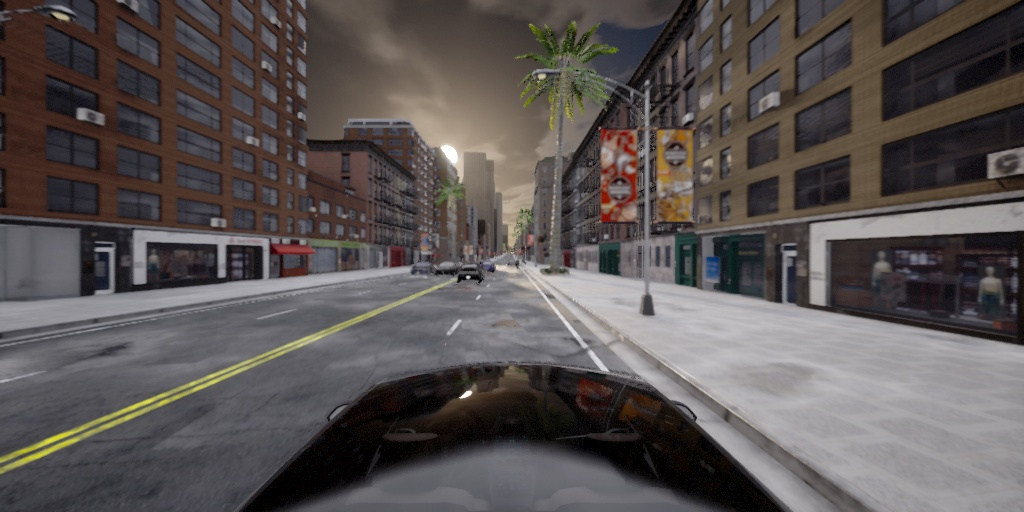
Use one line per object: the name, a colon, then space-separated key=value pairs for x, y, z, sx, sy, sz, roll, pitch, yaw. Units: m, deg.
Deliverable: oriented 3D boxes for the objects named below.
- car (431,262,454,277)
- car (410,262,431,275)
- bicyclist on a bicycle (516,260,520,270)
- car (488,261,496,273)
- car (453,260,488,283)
car: x=-6.592 y=1.305 z=36.795 sx=1.882 sy=1.535 sz=5.008 roll=0 pitch=-1 yaw=0
car: x=-9.838 y=1.390 z=40.179 sx=2.033 sy=1.411 sz=5.357 roll=0 pitch=0 yaw=0
bicyclist on a bicycle: x=0.892 y=1.367 z=53.313 sx=0.582 sy=1.620 sz=1.656 roll=0 pitch=-1 yaw=0
car: x=-3.152 y=1.401 z=46.686 sx=1.812 sy=1.442 sz=4.674 roll=0 pitch=0 yaw=0
car: x=-3.152 y=1.301 z=28.328 sx=1.837 sy=1.490 sz=4.892 roll=0 pitch=0 yaw=0
